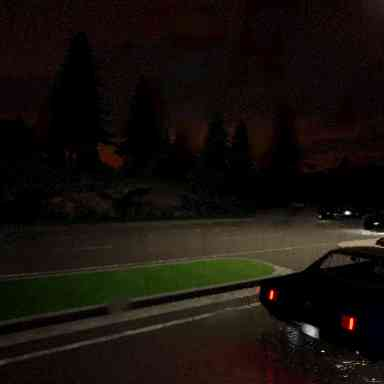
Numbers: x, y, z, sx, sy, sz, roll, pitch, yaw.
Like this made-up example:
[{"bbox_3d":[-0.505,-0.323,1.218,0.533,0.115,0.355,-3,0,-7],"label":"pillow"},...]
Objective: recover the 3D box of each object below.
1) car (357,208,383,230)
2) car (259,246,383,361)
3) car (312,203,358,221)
[{"bbox_3d":[12.763,1.731,20.951,4.181,1.385,1.994,1,0,-31],"label":"car"},{"bbox_3d":[3.511,1.644,5.766,4.718,1.301,1.895,1,0,-32],"label":"car"},{"bbox_3d":[13.018,1.721,29.245,5.357,1.411,2.033,1,0,-31],"label":"car"}]
